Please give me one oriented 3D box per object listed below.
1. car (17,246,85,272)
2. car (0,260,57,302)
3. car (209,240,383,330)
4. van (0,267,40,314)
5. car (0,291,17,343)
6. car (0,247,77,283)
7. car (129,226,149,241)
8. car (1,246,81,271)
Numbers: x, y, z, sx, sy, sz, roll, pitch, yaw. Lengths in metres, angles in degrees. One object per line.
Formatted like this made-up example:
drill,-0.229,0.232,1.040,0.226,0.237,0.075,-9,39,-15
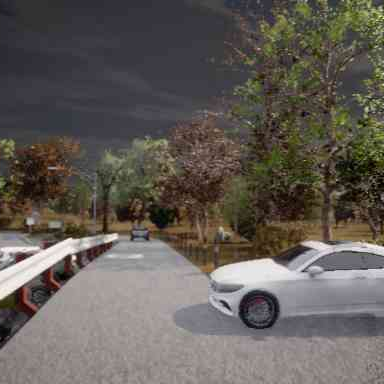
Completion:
car,-11.307,5.306,26.676,4.792,1.488,2.163,3,-2,-28
car,-9.946,4.913,17.703,4.553,1.767,2.185,3,-2,-28
car,2.694,1.736,6.755,4.674,1.442,1.812,0,-2,-2
van,-9.428,4.738,14.768,4.442,1.987,1.878,3,-2,-28
car,-9.083,4.880,11.713,4.892,1.521,2.231,3,-2,-28
car,-10.437,4.864,20.664,5.566,2.045,2.435,3,-2,-29
car,-5.638,4.357,35.369,2.128,1.511,4.902,2,-6,-12
car,-10.849,4.946,23.696,5.566,2.045,2.435,3,-2,-28
